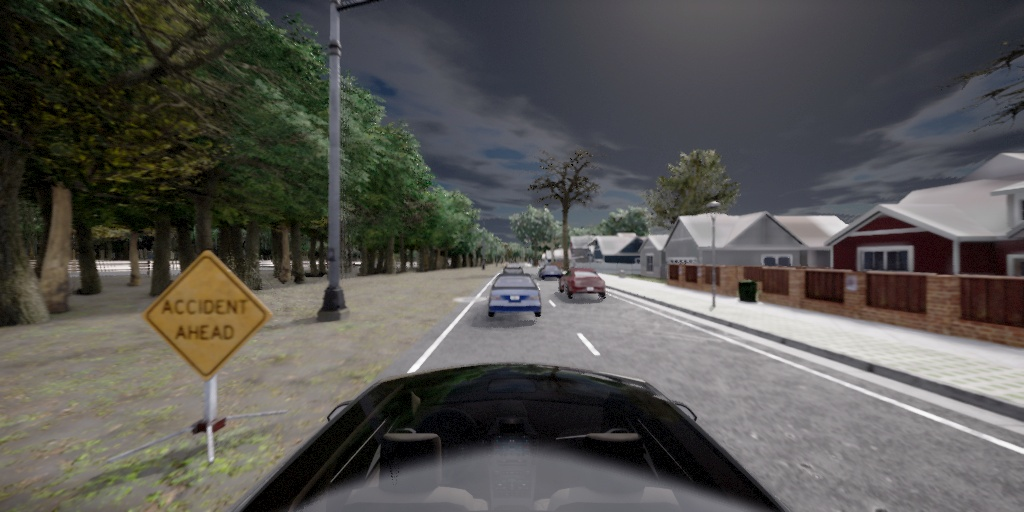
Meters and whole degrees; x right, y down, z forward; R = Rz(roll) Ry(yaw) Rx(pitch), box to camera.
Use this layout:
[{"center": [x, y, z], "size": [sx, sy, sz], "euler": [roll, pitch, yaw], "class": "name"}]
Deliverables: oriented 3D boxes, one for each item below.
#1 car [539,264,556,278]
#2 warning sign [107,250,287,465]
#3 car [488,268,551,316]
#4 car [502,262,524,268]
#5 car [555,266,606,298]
[{"center": [3.597, 1.480, 34.070], "size": [1.994, 1.385, 4.181], "euler": [0, -1, 0], "class": "car"}, {"center": [-3.050, 0.874, 3.619], "size": [1.300, 1.860, 1.060], "euler": [0, 0, 0], "class": "warning sign"}, {"center": [0.094, 1.353, 13.595], "size": [2.033, 1.411, 5.357], "euler": [0, 0, 0], "class": "car"}, {"center": [0.096, 1.404, 33.608], "size": [2.128, 1.511, 4.902], "euler": [0, -1, 0], "class": "car"}, {"center": [3.597, 1.356, 18.784], "size": [1.812, 1.442, 4.674], "euler": [0, 0, 0], "class": "car"}]
